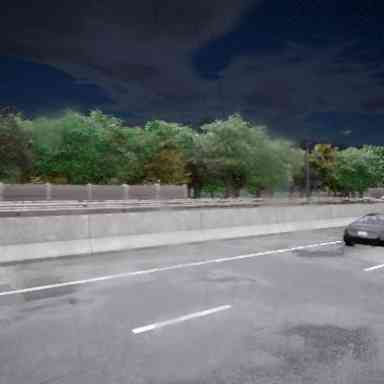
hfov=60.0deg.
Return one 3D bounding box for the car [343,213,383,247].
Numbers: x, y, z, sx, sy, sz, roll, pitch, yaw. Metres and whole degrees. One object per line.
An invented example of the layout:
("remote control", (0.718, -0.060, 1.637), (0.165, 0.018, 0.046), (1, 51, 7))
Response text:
("car", (8.247, 1.576, 14.061), (4.181, 1.385, 1.994), (0, 0, -36))
